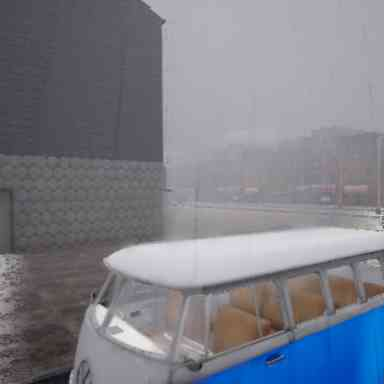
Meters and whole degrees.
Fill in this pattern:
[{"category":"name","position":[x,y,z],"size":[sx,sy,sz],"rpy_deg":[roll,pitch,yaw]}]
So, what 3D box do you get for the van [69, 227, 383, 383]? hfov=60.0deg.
[{"category":"van","position":[0.846,1.339,3.426],"size":[3.998,1.788,1.690],"rpy_deg":[0,0,-36]}]
